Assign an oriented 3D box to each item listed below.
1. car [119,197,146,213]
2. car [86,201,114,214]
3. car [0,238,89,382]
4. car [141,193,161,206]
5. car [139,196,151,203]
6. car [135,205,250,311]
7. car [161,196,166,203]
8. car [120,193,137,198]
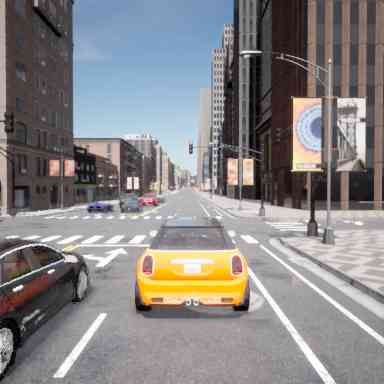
[{"bbox_3d":[-6.591,1.578,36.742,1.994,1.385,4.181,0,0,0],"label":"car"},{"bbox_3d":[-9.839,1.616,35.932,1.895,1.301,4.718,0,0,0],"label":"car"},{"bbox_3d":[-3.149,1.503,5.322,1.837,1.490,4.892,0,0,0],"label":"car"},{"bbox_3d":[-6.580,1.249,51.697,2.150,2.045,5.566,0,0,0],"label":"car"},{"bbox_3d":[-9.731,1.592,68.795,1.994,1.385,4.181,0,0,0],"label":"car"},{"bbox_3d":[0.013,1.351,7.909,2.097,1.767,4.553,0,0,0],"label":"car"},{"bbox_3d":[-6.489,1.590,67.804,1.994,1.385,4.181,0,0,0],"label":"car"},{"bbox_3d":[-9.829,1.249,51.839,2.150,2.045,5.566,0,0,0],"label":"car"}]
